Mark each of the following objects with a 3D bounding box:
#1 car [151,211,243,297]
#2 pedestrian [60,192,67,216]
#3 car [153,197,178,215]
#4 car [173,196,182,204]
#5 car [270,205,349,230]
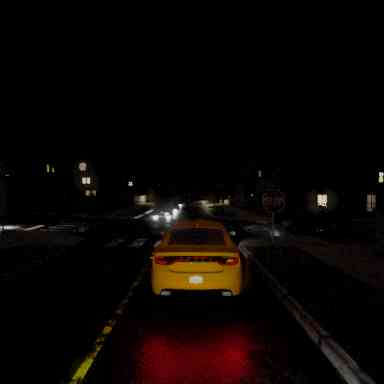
[{"bbox_3d":[0.148,1.475,8.634,1.882,1.535,5.008,0,0,2],"label":"car"},{"bbox_3d":[-9.695,0.862,25.144,0.375,1.860,0.375,0,0,1],"label":"pedestrian"},{"bbox_3d":[-2.873,1.539,34.430,2.033,1.411,5.357,0,0,0],"label":"car"},{"bbox_3d":[-2.866,1.476,45.567,2.128,1.511,4.902,0,0,0],"label":"car"},{"bbox_3d":[7.733,1.626,22.080,5.008,1.535,1.882,1,1,2],"label":"car"}]
